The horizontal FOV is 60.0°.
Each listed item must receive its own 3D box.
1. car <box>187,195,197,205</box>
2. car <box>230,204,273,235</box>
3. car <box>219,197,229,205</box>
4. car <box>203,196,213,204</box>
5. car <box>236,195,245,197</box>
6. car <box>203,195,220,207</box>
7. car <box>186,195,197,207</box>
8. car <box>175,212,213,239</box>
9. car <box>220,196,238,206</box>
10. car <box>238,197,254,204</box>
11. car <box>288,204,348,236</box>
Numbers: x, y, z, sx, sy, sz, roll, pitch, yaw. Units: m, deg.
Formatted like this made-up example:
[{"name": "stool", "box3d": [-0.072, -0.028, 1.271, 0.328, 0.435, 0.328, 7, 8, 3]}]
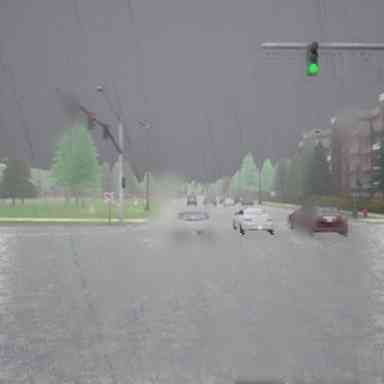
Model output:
[{"name": "car", "box3d": [-0.022, 1.658, 73.224, 2.150, 2.045, 5.566, 0, 0, 0]}, {"name": "car", "box3d": [3.585, 1.666, 19.932, 1.812, 1.442, 4.674, 0, 0, 0]}, {"name": "car", "box3d": [6.979, 1.933, 73.194, 1.837, 1.490, 4.892, 0, 0, 0]}, {"name": "car", "box3d": [3.479, 1.788, 73.164, 2.097, 1.767, 4.553, 0, 0, 0]}, {"name": "car", "box3d": [10.478, 1.658, 73.228, 2.150, 2.045, 5.566, 0, 0, 0]}, {"name": "car", "box3d": [3.482, 1.661, 62.807, 2.150, 2.045, 5.566, 0, 0, 0]}, {"name": "car", "box3d": [-0.018, 1.917, 62.774, 1.882, 1.535, 5.008, 0, 0, 0]}, {"name": "car", "box3d": [0.099, 1.729, 18.183, 1.895, 1.301, 4.718, 0, 0, 0]}, {"name": "car", "box3d": [6.982, 1.968, 63.193, 1.812, 1.442, 4.674, 0, 0, 0]}, {"name": "car", "box3d": [10.482, 2.043, 63.224, 1.895, 1.301, 4.718, 0, 0, 0]}, {"name": "car", "box3d": [7.098, 1.487, 19.257, 2.097, 1.767, 4.553, 0, 0, 0]}]
